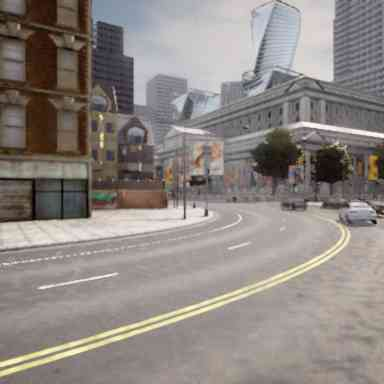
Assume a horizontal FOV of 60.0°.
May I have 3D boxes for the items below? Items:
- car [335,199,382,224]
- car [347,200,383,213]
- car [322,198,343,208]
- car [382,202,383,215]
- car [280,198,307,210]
[{"bbox_3d":[12.183,1.520,24.606,1.812,1.442,4.674,0,0,14],"label":"car"},{"bbox_3d":[19.985,1.585,38.447,1.895,1.301,4.718,0,0,0],"label":"car"},{"bbox_3d":[19.203,1.514,44.124,2.002,1.452,4.674,0,0,-10],"label":"car"},{"bbox_3d":[16.636,1.516,30.808,1.812,1.442,4.674,0,0,5],"label":"car"},{"bbox_3d":[12.779,1.492,42.048,2.128,1.511,4.902,0,0,-7],"label":"car"}]
